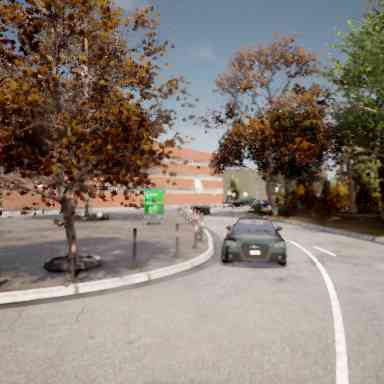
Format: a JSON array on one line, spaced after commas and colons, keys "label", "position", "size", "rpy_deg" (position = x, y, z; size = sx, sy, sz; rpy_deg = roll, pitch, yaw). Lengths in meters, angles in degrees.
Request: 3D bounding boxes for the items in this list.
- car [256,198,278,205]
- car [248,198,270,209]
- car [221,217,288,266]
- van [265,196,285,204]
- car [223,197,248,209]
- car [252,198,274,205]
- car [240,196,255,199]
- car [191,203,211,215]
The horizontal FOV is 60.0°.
[{"label": "car", "position": [18.051, 2.269, 80.173], "size": [4.674, 1.452, 2.002], "rpy_deg": [0, 0, 32]}, {"label": "car", "position": [11.334, 2.125, 54.940], "size": [1.895, 1.301, 4.718], "rpy_deg": [0, -1, 33]}, {"label": "car", "position": [2.186, 1.613, 11.787], "size": [1.994, 1.385, 4.181], "rpy_deg": [0, 0, 9]}, {"label": "van", "position": [21.150, 2.047, 84.903], "size": [4.442, 1.987, 1.878], "rpy_deg": [0, 0, 32]}, {"label": "car", "position": [6.618, 1.922, 53.622], "size": [2.128, 1.511, 4.902], "rpy_deg": [0, -1, 32]}, {"label": "car", "position": [16.546, 2.247, 77.781], "size": [4.674, 1.452, 2.002], "rpy_deg": [0, 0, 32]}, {"label": "car", "position": [10.523, 1.859, 68.220], "size": [5.566, 2.045, 2.435], "rpy_deg": [0, -1, 32]}, {"label": "car", "position": [0.953, 1.879, 37.625], "size": [1.895, 1.301, 4.718], "rpy_deg": [0, -1, -3]}]
